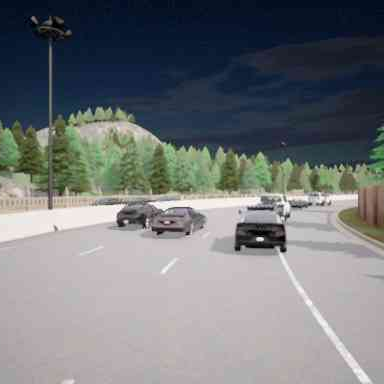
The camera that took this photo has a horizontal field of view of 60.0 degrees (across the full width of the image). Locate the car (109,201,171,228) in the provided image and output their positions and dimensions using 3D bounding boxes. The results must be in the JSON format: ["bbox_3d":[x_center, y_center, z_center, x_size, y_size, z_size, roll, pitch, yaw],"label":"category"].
[{"bbox_3d":[-3.226,1.481,21.848,1.837,1.490,4.892,0,0,15],"label":"car"}]

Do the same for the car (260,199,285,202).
[{"bbox_3d":[5.029,1.482,22.221,1.837,1.490,4.892,0,0,17],"label":"car"}]

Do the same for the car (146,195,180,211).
[{"bbox_3d":[-3.531,1.308,41.051,2.097,1.767,4.553,0,0,27],"label":"car"}]

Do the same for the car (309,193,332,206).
[{"bbox_3d":[20.177,1.167,52.583,2.150,2.045,5.566,0,0,41],"label":"car"}]

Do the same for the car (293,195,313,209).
[{"bbox_3d":[14.054,1.518,44.019,1.994,1.385,4.181,0,0,34],"label":"car"}]

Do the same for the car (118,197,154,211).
[{"bbox_3d":[-6.972,1.433,41.997,1.882,1.535,5.008,0,0,26],"label":"car"}]

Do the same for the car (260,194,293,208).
[{"bbox_3d":[6.750,1.195,27.169,2.150,2.045,5.566,0,0,21],"label":"car"}]

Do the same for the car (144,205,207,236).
[{"bbox_3d":[-0.574,1.528,18.513,2.033,1.411,5.357,0,0,14],"label":"car"}]

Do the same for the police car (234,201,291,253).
[{"bbox_3d":[2.860,1.411,13.930,1.930,1.638,5.238,0,0,12],"label":"police car"}]

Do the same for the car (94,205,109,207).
[{"bbox_3d":[-10.717,1.460,42.212,1.837,1.490,4.892,0,0,25],"label":"car"}]
